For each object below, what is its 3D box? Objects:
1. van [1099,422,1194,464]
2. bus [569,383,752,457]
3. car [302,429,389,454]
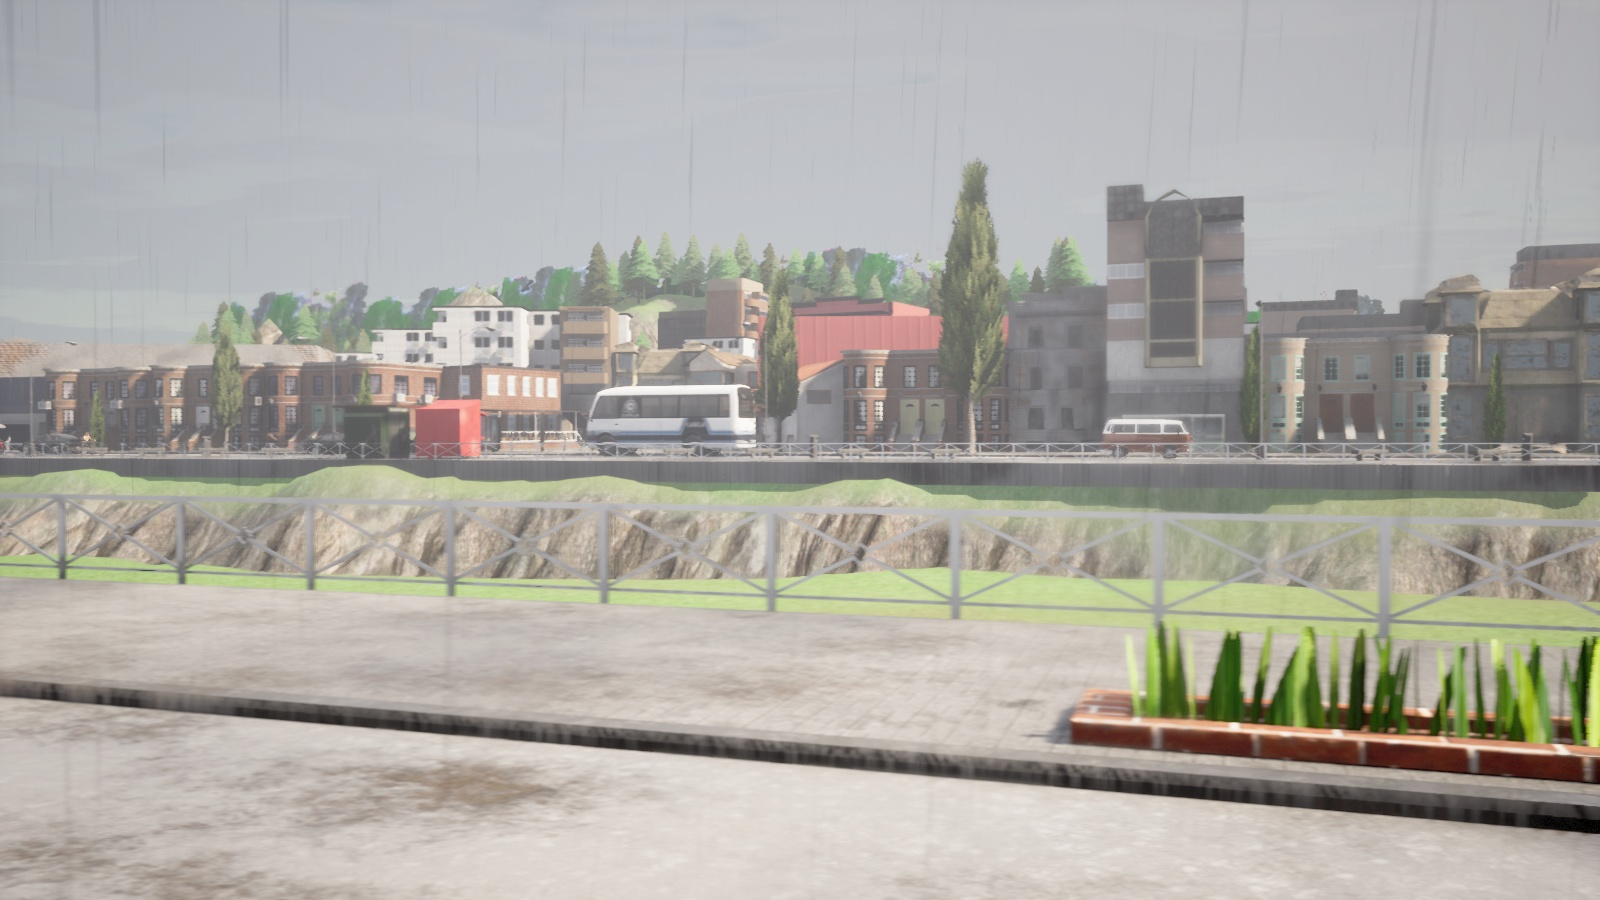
[{"bbox_3d":[17.405,-0.393,62.973,4.480,2.038,2.069,1,1,19],"label":"van"},{"bbox_3d":[-8.442,-1.797,75.867,10.273,4.253,3.944,1,1,19],"label":"bus"},{"bbox_3d":[-28.351,-0.557,78.355,5.008,1.535,1.882,1,1,19],"label":"car"}]
